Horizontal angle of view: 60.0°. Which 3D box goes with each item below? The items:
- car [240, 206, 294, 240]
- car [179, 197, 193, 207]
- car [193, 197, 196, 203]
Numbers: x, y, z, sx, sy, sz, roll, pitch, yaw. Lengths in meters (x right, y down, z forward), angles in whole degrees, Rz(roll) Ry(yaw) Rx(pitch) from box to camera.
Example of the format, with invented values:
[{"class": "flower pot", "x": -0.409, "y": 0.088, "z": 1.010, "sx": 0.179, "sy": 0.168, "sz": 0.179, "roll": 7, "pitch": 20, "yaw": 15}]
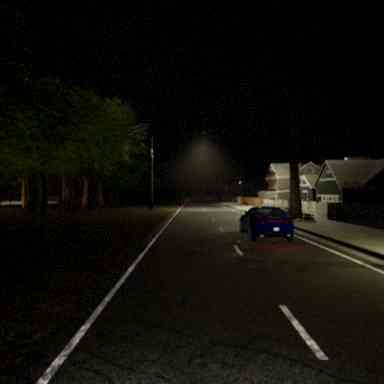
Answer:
[{"class": "car", "x": 3.598, "y": 1.452, "z": 16.675, "sx": 1.882, "sy": 1.535, "sz": 5.008, "roll": 0, "pitch": 0, "yaw": 0}, {"class": "car", "x": -1.228, "y": 1.823, "z": 58.789, "sx": 1.812, "sy": 1.442, "sz": 4.674, "roll": 0, "pitch": -1, "yaw": 0}, {"class": "car", "x": -0.004, "y": 1.832, "z": 77.089, "sx": 2.033, "sy": 1.411, "sz": 5.357, "roll": 0, "pitch": -1, "yaw": 0}]
